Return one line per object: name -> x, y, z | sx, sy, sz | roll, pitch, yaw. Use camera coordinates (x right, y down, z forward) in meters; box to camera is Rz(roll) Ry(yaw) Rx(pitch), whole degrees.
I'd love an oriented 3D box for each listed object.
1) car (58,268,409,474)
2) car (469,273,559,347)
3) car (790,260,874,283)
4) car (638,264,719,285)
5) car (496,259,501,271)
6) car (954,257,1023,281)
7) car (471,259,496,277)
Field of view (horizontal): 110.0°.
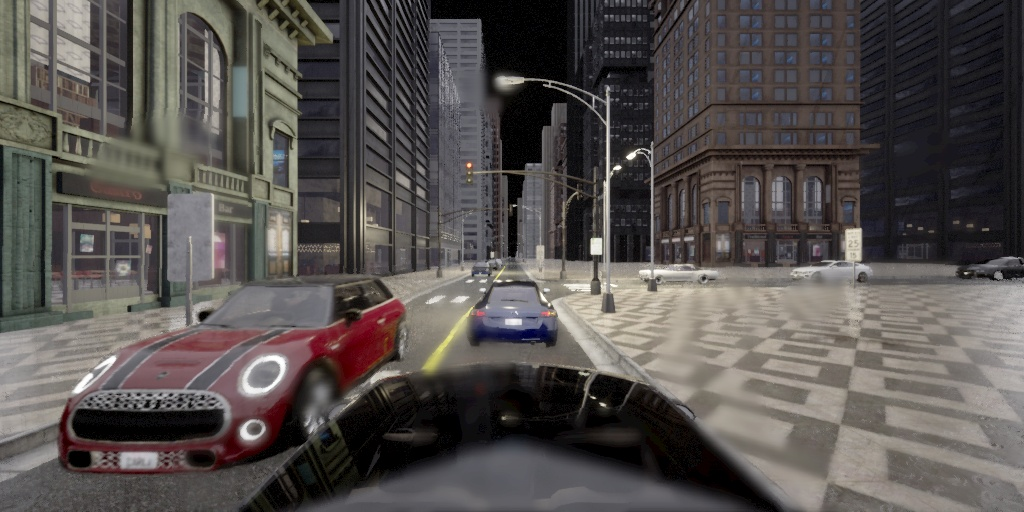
car -> -3.089, 1.101, 5.221 | 2.097, 1.767, 4.553 | 0, 0, 0
car -> 0.064, 1.314, 9.312 | 1.994, 1.385, 4.181 | 0, 0, 1
car -> 21.306, 1.009, 23.941 | 4.674, 1.442, 1.812 | -1, 0, 0
car -> 10.970, 1.205, 23.969 | 4.718, 1.301, 1.895 | -1, 0, 0
car -> -2.940, 1.233, 49.307 | 1.882, 1.535, 5.008 | 0, 0, 0
car -> 32.701, 0.861, 23.899 | 4.892, 1.490, 1.837 | -1, 0, 0
car -> -2.987, 1.299, 36.364 | 2.033, 1.411, 5.357 | 0, 0, 0
